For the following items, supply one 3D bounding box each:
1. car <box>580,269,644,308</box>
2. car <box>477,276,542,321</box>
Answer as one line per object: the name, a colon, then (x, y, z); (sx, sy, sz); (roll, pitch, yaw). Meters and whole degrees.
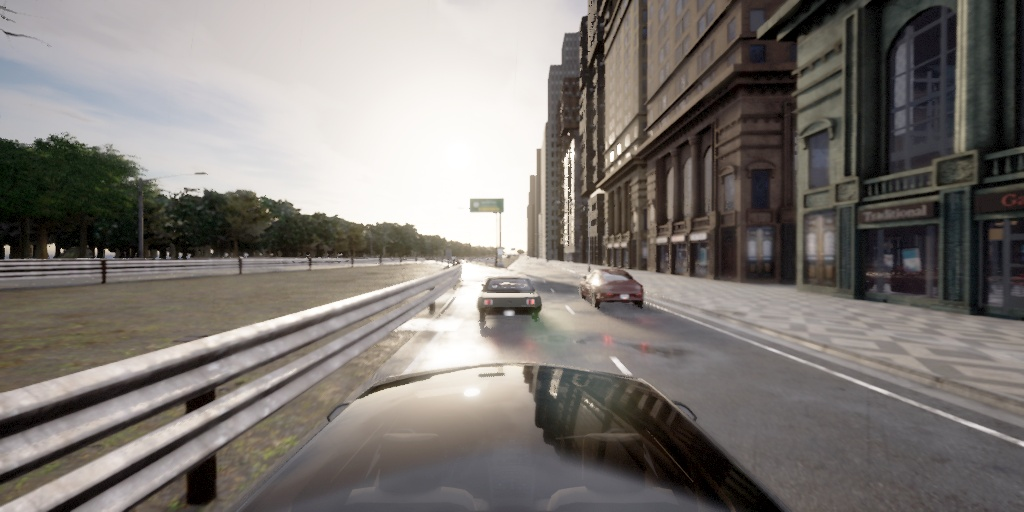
car: (4.022, 1.252, 14.912); (1.812, 1.442, 4.674); (0, 0, 1)
car: (-0.152, 1.331, 12.395); (1.895, 1.301, 4.718); (0, 0, -2)
